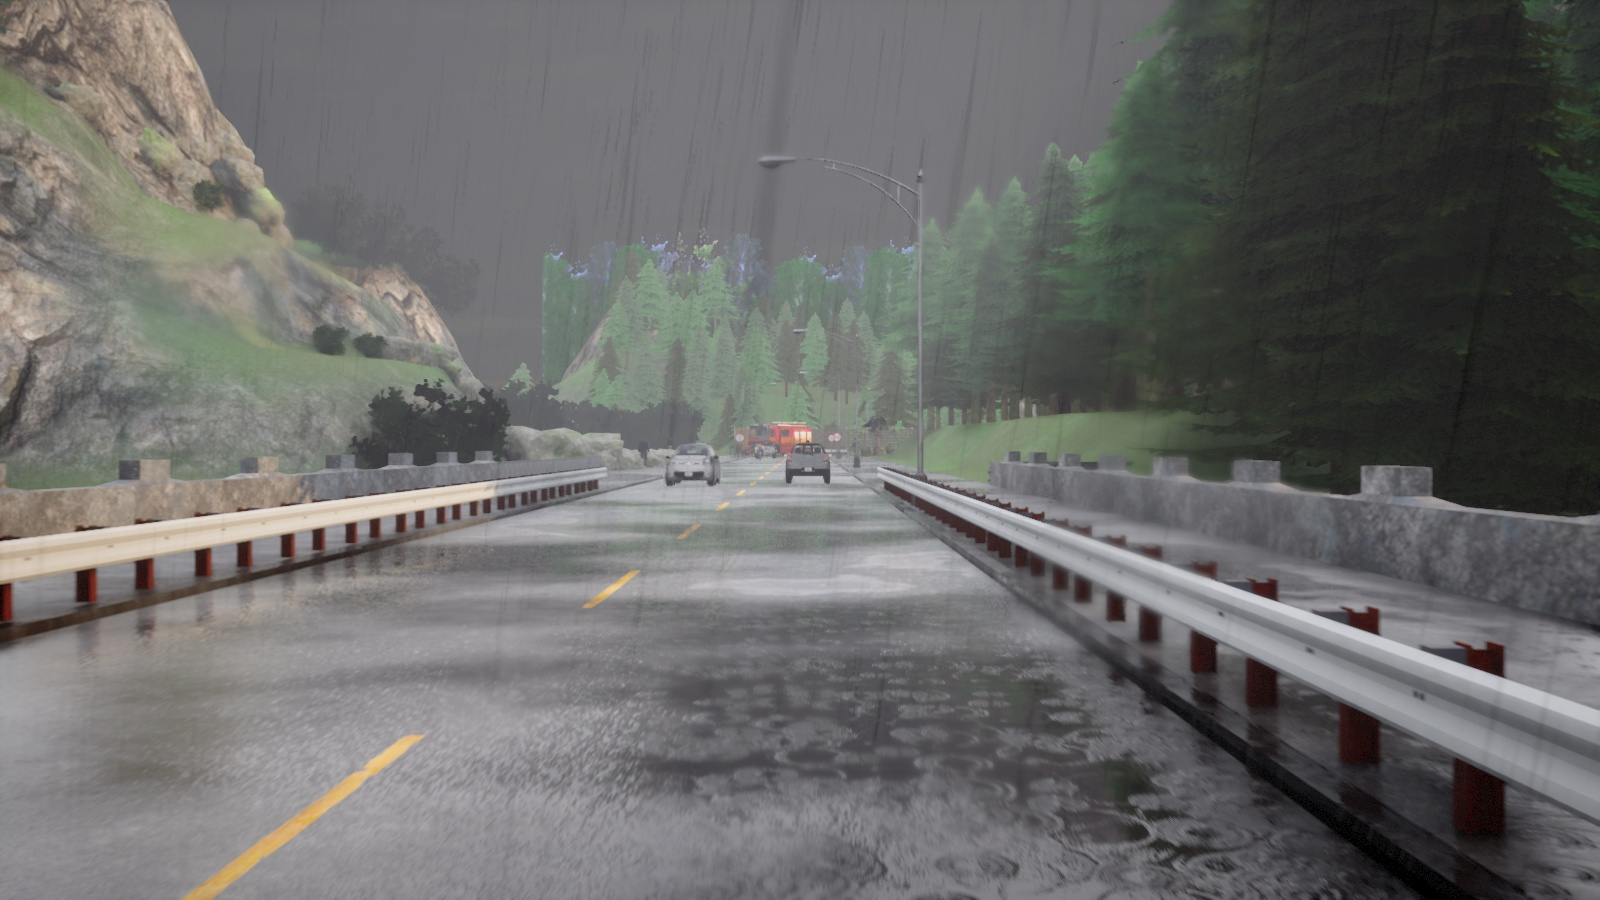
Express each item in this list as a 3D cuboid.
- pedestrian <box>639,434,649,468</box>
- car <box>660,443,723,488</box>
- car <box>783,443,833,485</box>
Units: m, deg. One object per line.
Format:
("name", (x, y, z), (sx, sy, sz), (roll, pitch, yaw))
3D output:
("pedestrian", (-8.732, 0.054, 70.192), (0.402, 1.842, 0.726), (0, 0, 5))
("car", (-3.725, 0.512, 43.591), (1.845, 1.501, 3.633), (0, 0, 0))
("car", (0.299, 0.493, 47.694), (1.845, 1.501, 3.633), (0, 1, 0))
